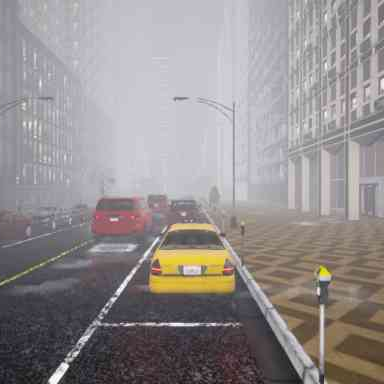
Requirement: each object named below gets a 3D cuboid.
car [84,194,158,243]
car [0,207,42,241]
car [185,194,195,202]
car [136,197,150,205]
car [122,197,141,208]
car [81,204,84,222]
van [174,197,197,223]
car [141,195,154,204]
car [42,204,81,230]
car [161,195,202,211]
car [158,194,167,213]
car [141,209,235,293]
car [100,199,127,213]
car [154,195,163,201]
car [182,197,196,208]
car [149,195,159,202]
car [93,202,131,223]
[{"bbox_3d":[-3.153,1.218,16.072,2.150,2.045,5.566,0,0,0],"label":"car"},{"bbox_3d":[-8.843,1.542,14.989,1.887,1.381,4.507,-1,0,0],"label":"car"},{"bbox_3d":[-0.465,1.298,77.509,2.192,1.841,5.009,-1,0,0],"label":"car"},{"bbox_3d":[-8.843,1.569,60.458,1.802,1.307,4.206,-1,0,0],"label":"car"},{"bbox_3d":[-8.843,1.541,49.090,2.008,1.369,4.403,-1,0,0],"label":"car"},{"bbox_3d":[-8.843,1.577,26.356,1.802,1.307,4.206,-1,0,0],"label":"car"},{"bbox_3d":[-0.465,1.336,26.356,1.690,1.788,3.998,-1,0,0],"label":"van"},{"bbox_3d":[-8.845,1.426,66.141,1.967,1.590,4.097,-1,0,0],"label":"car"},{"bbox_3d":[-8.844,1.547,20.672,2.008,1.369,4.403,-1,0,0],"label":"car"},{"bbox_3d":[-0.465,1.311,20.672,2.192,1.841,5.009,-1,0,0],"label":"car"},{"bbox_3d":[-3.048,1.216,30.941,2.150,2.045,5.566,0,0,0],"label":"car"},{"bbox_3d":[0.004,1.455,8.841,1.801,1.575,5.366,0,0,0],"label":"car"},{"bbox_3d":[-8.844,1.544,37.723,2.008,1.369,4.403,-1,0,0],"label":"car"},{"bbox_3d":[-8.844,1.545,88.876,1.947,1.339,4.313,-1,0,0],"label":"car"},{"bbox_3d":[-0.463,1.541,49.090,2.008,1.369,4.403,-1,0,0],"label":"car"},{"bbox_3d":[-8.843,1.508,77.339,1.752,1.417,4.829,-1,0,0],"label":"car"},{"bbox_3d":[-6.244,1.559,26.370,1.994,1.385,4.181,0,0,0],"label":"car"}]
